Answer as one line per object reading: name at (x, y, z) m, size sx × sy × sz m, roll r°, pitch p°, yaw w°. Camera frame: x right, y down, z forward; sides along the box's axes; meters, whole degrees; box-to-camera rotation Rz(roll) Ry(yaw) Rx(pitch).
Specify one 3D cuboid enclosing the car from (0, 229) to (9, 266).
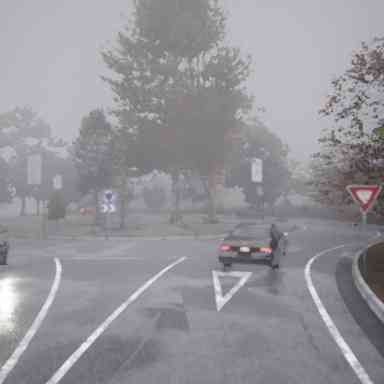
car at (-7.858, 1.710, 11.962) m, size 1.882 × 1.535 × 5.008 m, roll 2°, pitch -3°, yaw -35°

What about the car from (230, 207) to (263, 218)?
car at (7.206, 2.664, 43.873) m, size 2.128 × 1.511 × 4.902 m, roll 2°, pitch -3°, yaw -44°

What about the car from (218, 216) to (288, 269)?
car at (2.386, 1.807, 12.154) m, size 2.033 × 1.411 × 5.357 m, roll -1°, pitch -2°, yaw 19°

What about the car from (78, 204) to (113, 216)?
car at (-13.199, 2.351, 45.446) m, size 4.553 × 1.767 × 2.097 m, roll 1°, pitch -1°, yaw -31°
